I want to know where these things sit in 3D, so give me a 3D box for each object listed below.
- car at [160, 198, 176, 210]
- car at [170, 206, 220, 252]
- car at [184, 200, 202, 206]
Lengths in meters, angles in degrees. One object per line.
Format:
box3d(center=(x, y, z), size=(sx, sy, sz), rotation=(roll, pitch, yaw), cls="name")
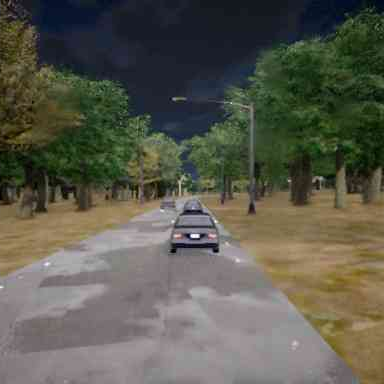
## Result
box3d(center=(-3.073, 1.547, 43.807), size=(2.033, 1.411, 5.357), rotation=(0, 0, 0), cls="car")
box3d(center=(0.103, 1.535, 13.759), size=(2.033, 1.411, 5.357), rotation=(0, 0, 0), cls="car")
box3d(center=(0.112, 1.551, 34.913), size=(1.994, 1.385, 4.181), rotation=(0, 0, 0), cls="car")
